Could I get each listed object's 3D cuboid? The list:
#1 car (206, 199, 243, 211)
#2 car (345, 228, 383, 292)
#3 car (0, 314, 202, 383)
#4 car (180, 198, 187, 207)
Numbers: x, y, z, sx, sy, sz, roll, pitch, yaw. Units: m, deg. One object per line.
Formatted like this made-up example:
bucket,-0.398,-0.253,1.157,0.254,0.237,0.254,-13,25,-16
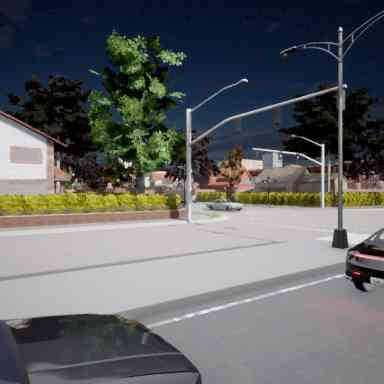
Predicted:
car,3.754,1.505,38.422,1.895,1.301,4.718,0,0,-36
car,5.496,1.474,7.651,4.902,1.511,2.128,0,0,-35
car,-2.446,1.543,2.001,5.357,1.411,2.033,0,0,-36
car,-2.129,1.483,46.593,1.895,1.301,4.718,0,0,-36
